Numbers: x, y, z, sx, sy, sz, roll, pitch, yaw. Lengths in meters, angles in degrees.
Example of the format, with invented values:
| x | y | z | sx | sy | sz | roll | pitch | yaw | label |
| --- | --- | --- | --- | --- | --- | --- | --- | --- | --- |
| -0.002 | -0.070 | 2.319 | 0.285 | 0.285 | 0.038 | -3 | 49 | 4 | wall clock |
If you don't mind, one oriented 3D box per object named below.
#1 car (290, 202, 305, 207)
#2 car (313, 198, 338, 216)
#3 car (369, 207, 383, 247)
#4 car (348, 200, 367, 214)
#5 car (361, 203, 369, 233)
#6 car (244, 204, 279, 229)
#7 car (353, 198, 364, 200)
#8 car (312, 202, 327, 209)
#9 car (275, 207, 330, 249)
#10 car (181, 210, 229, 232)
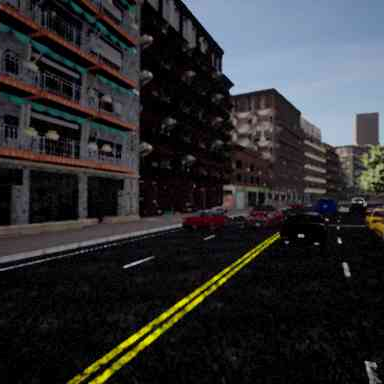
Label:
| x | y | z | sx | sy | sz | roll | pitch | yaw | label |
| --- | --- | --- | --- | --- | --- | --- | --- | --- | --- |
| 18.886 | 2.434 | 59.543 | 1.895 | 1.301 | 4.718 | 0 | -1 | 29 | car |
| 16.259 | 1.757 | 40.011 | 2.150 | 2.045 | 5.566 | 0 | -1 | 26 | car |
| 9.775 | 1.660 | 15.689 | 1.801 | 1.575 | 5.366 | 0 | -1 | 23 | car |
| 21.175 | 2.083 | 42.702 | 1.837 | 1.490 | 4.892 | 0 | -1 | 27 | car |
| 12.093 | 1.731 | 21.133 | 1.801 | 1.575 | 5.366 | 0 | -1 | 23 | car |
| 5.343 | 1.669 | 24.493 | 2.097 | 1.767 | 4.553 | 0 | -1 | 24 | car |
| 28.684 | 2.027 | 57.169 | 2.150 | 2.045 | 5.566 | 0 | -1 | 29 | car |
| 23.359 | 2.460 | 60.903 | 1.895 | 1.301 | 4.718 | 0 | -1 | 29 | car |
| 5.417 | 1.684 | 15.902 | 1.882 | 1.535 | 5.008 | 0 | -1 | 23 | car |
| 1.013 | 1.893 | 22.684 | 1.895 | 1.301 | 4.718 | 0 | -1 | 23 | car |
